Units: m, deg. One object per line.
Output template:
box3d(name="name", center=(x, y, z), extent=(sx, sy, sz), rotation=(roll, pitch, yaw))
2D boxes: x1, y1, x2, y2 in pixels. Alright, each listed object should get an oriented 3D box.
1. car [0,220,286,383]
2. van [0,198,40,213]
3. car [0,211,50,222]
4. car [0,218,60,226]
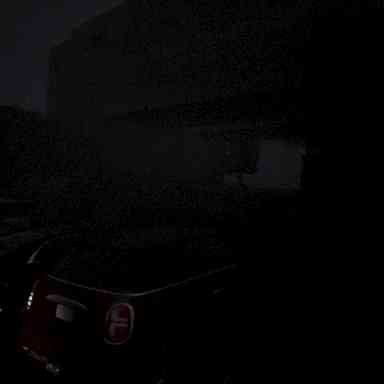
box3d(name="car", center=(-0.152, 1.338, 5.350), extent=(2.185, 1.767, 4.553), rotation=(0, 0, 36))
box3d(name="van", center=(-7.023, 1.193, 10.145), extent=(1.878, 1.987, 4.442), rotation=(0, 0, 35))
box3d(name="car", center=(-4.678, 1.435, 8.624), extent=(2.231, 1.521, 4.892), rotation=(0, 0, 35))
box3d(name="car", center=(-2.410, 1.450, 6.992), extent=(2.231, 1.521, 4.892), rotation=(0, 0, 35))
